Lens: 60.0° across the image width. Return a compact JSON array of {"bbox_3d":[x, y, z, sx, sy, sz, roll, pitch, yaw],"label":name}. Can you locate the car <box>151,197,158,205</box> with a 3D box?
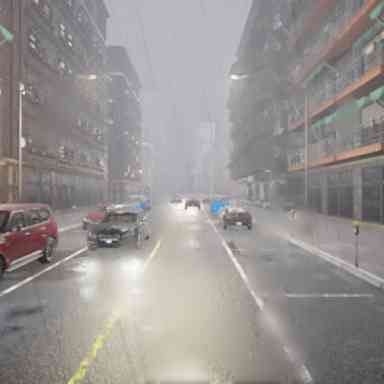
[{"bbox_3d":[-5.286,1.391,37.303,1.887,1.381,4.507,1,0,0],"label":"car"}]

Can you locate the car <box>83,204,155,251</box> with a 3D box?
[{"bbox_3d":[-2.854,1.446,13.850,1.837,1.490,4.892,0,0,0],"label":"car"}]

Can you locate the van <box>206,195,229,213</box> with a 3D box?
[{"bbox_3d":[2.565,1.210,31.662,1.690,1.788,3.998,1,0,0],"label":"van"}]

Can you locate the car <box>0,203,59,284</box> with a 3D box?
[{"bbox_3d":[-5.315,1.277,8.948,2.192,1.841,5.009,1,0,0],"label":"car"}]

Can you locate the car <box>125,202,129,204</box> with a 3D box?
[{"bbox_3d":[-5.292,1.496,20.290,1.802,1.307,4.206,1,0,0],"label":"car"}]

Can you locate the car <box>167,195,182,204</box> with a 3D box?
[{"bbox_3d":[-2.770,1.272,58.524,1.882,1.535,5.008,0,0,0],"label":"car"}]

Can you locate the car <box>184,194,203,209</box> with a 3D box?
[{"bbox_3d":[0.085,1.356,41.510,1.812,1.442,4.674,0,0,0],"label":"car"}]

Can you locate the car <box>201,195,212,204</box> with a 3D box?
[{"bbox_3d":[2.553,1.306,60.017,1.887,1.381,4.507,1,0,0],"label":"car"}]

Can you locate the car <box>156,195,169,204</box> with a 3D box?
[{"bbox_3d":[-5.294,1.306,59.986,1.887,1.381,4.507,1,0,0],"label":"car"}]

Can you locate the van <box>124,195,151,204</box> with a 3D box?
[{"bbox_3d":[-5.282,1.210,31.631,1.690,1.788,3.998,1,0,0],"label":"van"}]

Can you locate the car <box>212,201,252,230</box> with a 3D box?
[{"bbox_3d":[2.567,1.466,20.322,2.008,1.369,4.403,1,0,0],"label":"car"}]

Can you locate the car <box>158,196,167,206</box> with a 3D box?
[{"bbox_3d":[-5.290,1.354,48.645,2.008,1.369,4.403,1,0,0],"label":"car"}]

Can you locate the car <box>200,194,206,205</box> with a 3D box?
[{"bbox_3d":[2.555,1.348,54.347,1.947,1.339,4.313,1,0,0],"label":"car"}]
